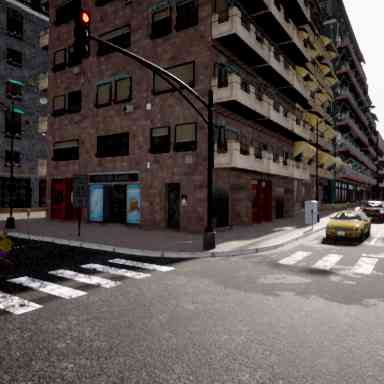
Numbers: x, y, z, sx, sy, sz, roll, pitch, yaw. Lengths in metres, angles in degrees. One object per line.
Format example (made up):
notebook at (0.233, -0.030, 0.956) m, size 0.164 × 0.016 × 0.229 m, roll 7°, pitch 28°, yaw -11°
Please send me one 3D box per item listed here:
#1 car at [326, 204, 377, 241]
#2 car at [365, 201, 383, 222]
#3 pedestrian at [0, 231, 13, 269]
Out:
car at (8.021, 1.535, 16.899) m, size 1.752 × 1.417 × 4.829 m, roll 1°, pitch 1°, yaw 34°
car at (14.405, 1.457, 26.411) m, size 1.967 × 1.590 × 4.097 m, roll 1°, pitch 1°, yaw 34°
pedestrian at (-5.302, 1.647, 9.471) m, size 0.500 × 1.100 × 0.500 m, roll 0°, pitch -1°, yaw 35°
